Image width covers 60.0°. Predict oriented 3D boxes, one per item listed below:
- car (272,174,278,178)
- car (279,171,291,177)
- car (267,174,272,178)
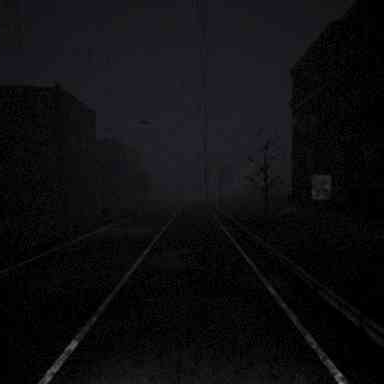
[{"bbox_3d":[23.028,-4.195,85.693,2.097,1.535,5.008,0,1,-3],"label":"car"},{"bbox_3d":[23.459,-4.191,80.185,2.185,1.767,4.553,0,1,-4],"label":"car"},{"bbox_3d":[22.713,-4.285,91.232,2.002,1.452,4.674,0,1,-2],"label":"car"}]
